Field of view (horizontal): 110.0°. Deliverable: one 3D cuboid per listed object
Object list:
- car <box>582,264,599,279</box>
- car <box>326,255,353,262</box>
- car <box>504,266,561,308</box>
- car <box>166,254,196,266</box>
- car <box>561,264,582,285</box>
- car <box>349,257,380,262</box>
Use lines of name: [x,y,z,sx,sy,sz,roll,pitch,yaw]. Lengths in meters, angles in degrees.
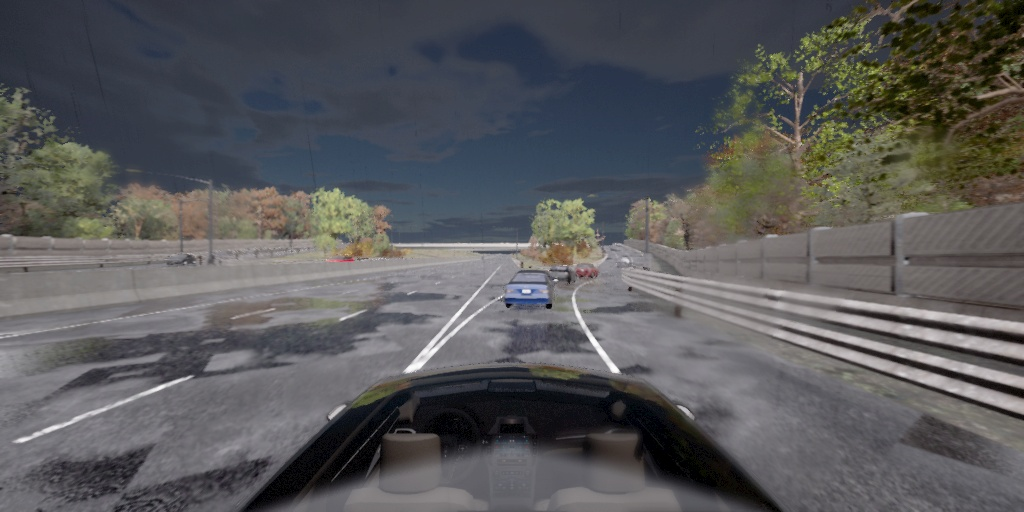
car: [8.482,1.651,40.611,2.097,1.767,4.553,1,-1,25]
car: [-24.960,0.927,52.227,2.150,2.045,5.566,0,0,0]
car: [0.889,1.305,15.227,2.033,1.411,5.357,0,0,9]
car: [-43.752,0.526,47.489,1.837,1.490,4.892,0,1,-24]
car: [4.152,1.528,29.488,2.128,1.511,4.902,0,-1,17]
car: [-21.468,1.239,52.453,1.812,1.442,4.674,0,0,0]
